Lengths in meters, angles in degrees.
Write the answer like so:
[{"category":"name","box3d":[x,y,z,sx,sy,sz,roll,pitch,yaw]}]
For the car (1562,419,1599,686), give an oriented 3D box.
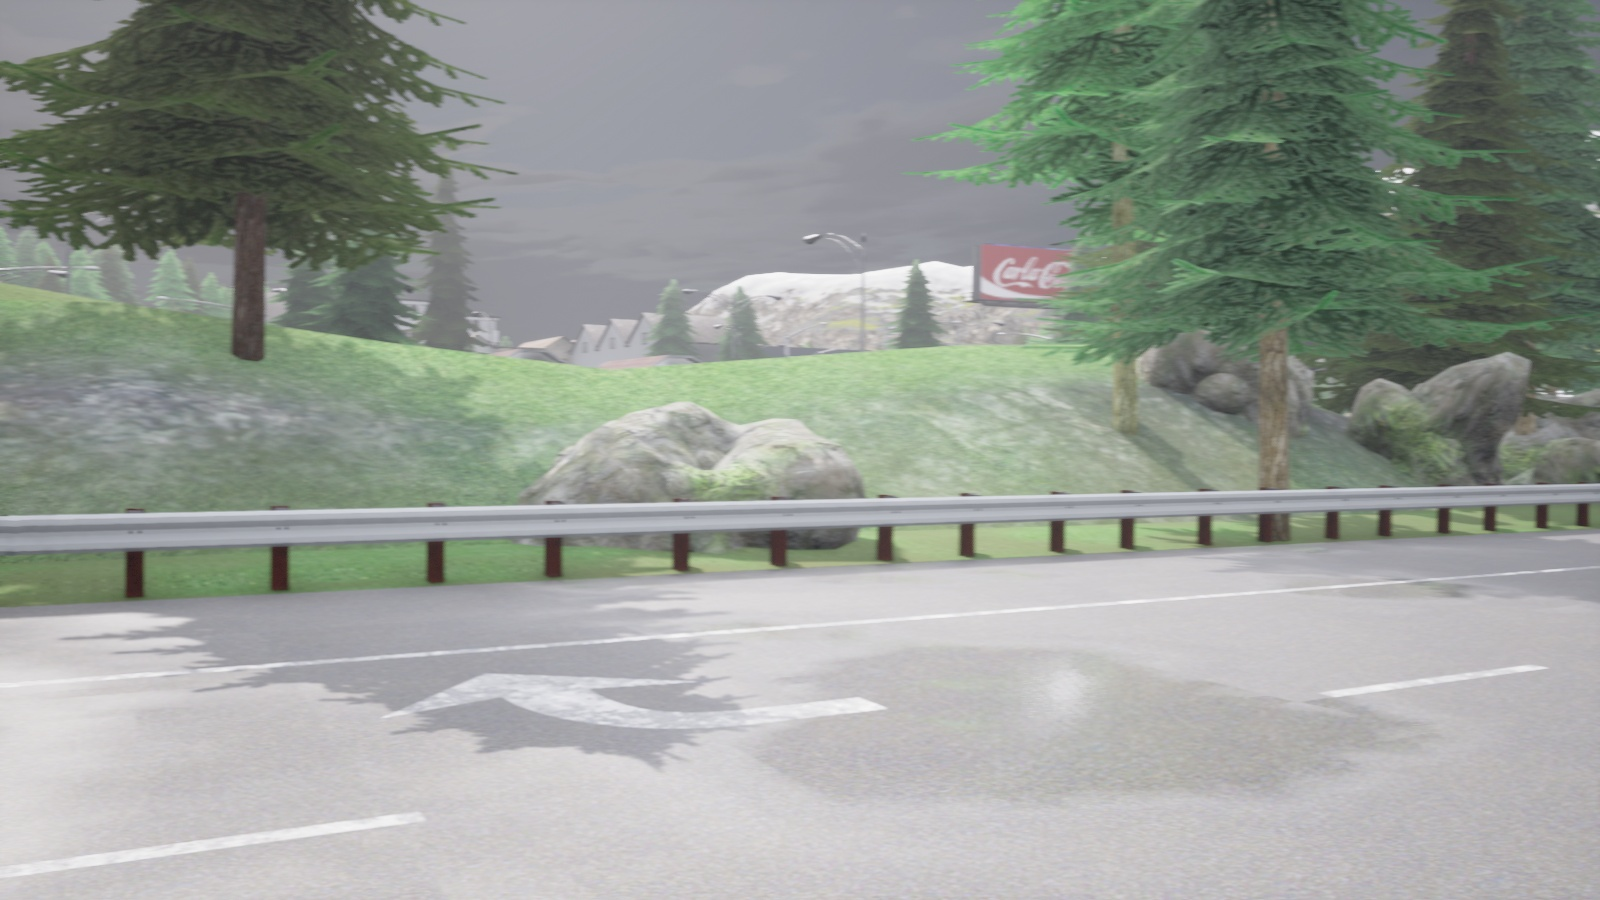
[{"category":"car","box3d":[7.076,0.543,7.497,4.902,1.511,2.128,-1,1,-28]}]
